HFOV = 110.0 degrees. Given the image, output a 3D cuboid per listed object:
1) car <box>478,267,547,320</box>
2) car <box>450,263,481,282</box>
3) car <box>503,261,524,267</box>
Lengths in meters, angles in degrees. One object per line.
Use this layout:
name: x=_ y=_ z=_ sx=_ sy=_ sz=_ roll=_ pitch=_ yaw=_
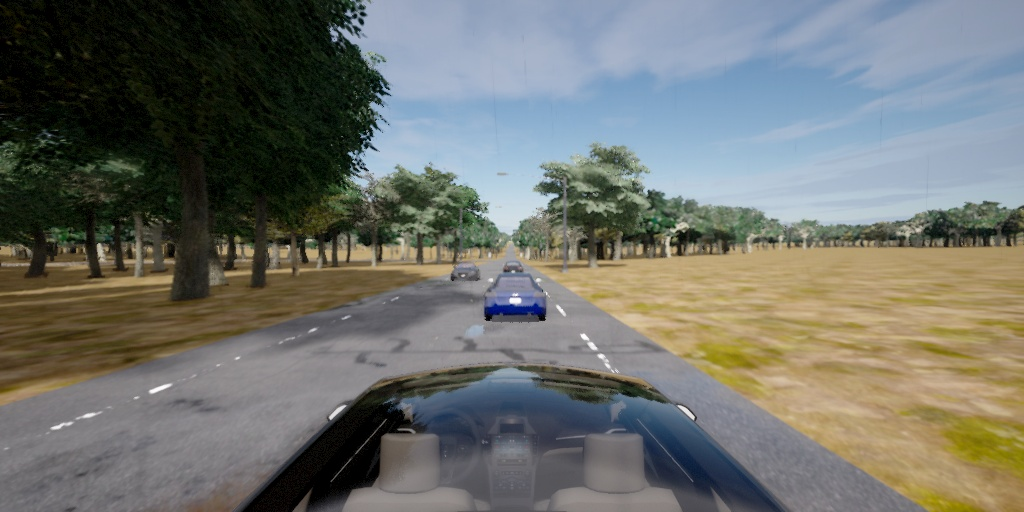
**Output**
car: x=0.098 y=1.260 z=12.464 sx=1.994 sy=1.385 sz=4.181 roll=0 pitch=0 yaw=0
car: x=-3.495 y=1.209 z=27.584 sx=1.994 sy=1.385 sz=4.181 roll=0 pitch=0 yaw=0
car: x=0.105 y=1.158 z=32.862 sx=1.812 sy=1.442 sz=4.674 roll=0 pitch=0 yaw=0
